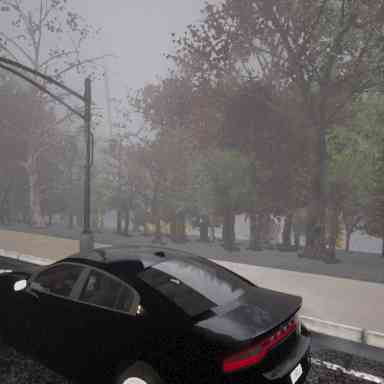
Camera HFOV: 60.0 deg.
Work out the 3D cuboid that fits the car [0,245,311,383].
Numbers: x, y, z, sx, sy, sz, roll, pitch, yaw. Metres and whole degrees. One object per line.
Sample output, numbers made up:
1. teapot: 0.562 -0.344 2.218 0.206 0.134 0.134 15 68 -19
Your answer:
1. car: -1.046 1.477 4.488 5.008 1.535 1.882 0 0 36
